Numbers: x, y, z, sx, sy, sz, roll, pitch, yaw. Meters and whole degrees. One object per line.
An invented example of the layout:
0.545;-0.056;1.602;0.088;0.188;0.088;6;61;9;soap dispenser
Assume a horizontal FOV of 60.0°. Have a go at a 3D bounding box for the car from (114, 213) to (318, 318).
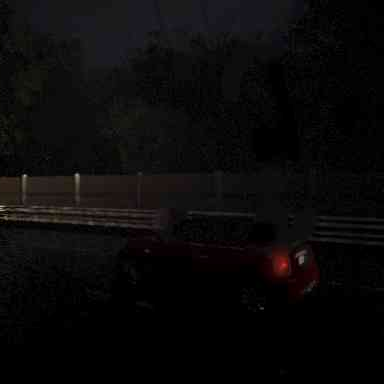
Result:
0.346;1.314;7.580;4.553;1.767;2.097;0;0;35;car
